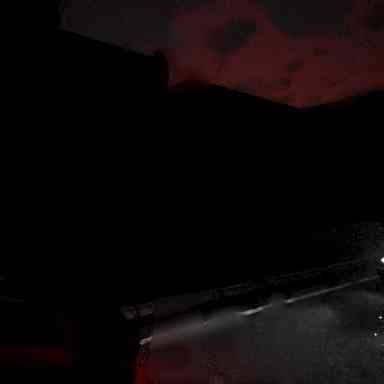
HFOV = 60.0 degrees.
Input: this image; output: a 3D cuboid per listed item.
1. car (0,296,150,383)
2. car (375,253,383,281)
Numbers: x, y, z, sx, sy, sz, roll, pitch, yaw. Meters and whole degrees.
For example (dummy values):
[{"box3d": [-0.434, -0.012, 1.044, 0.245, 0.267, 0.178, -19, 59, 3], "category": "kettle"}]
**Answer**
[{"box3d": [-2.663, 1.462, 1.788, 5.008, 1.535, 1.882, 1, 0, -36], "category": "car"}, {"box3d": [6.633, 1.689, 8.371, 4.718, 1.301, 1.895, 1, 0, -35], "category": "car"}]
